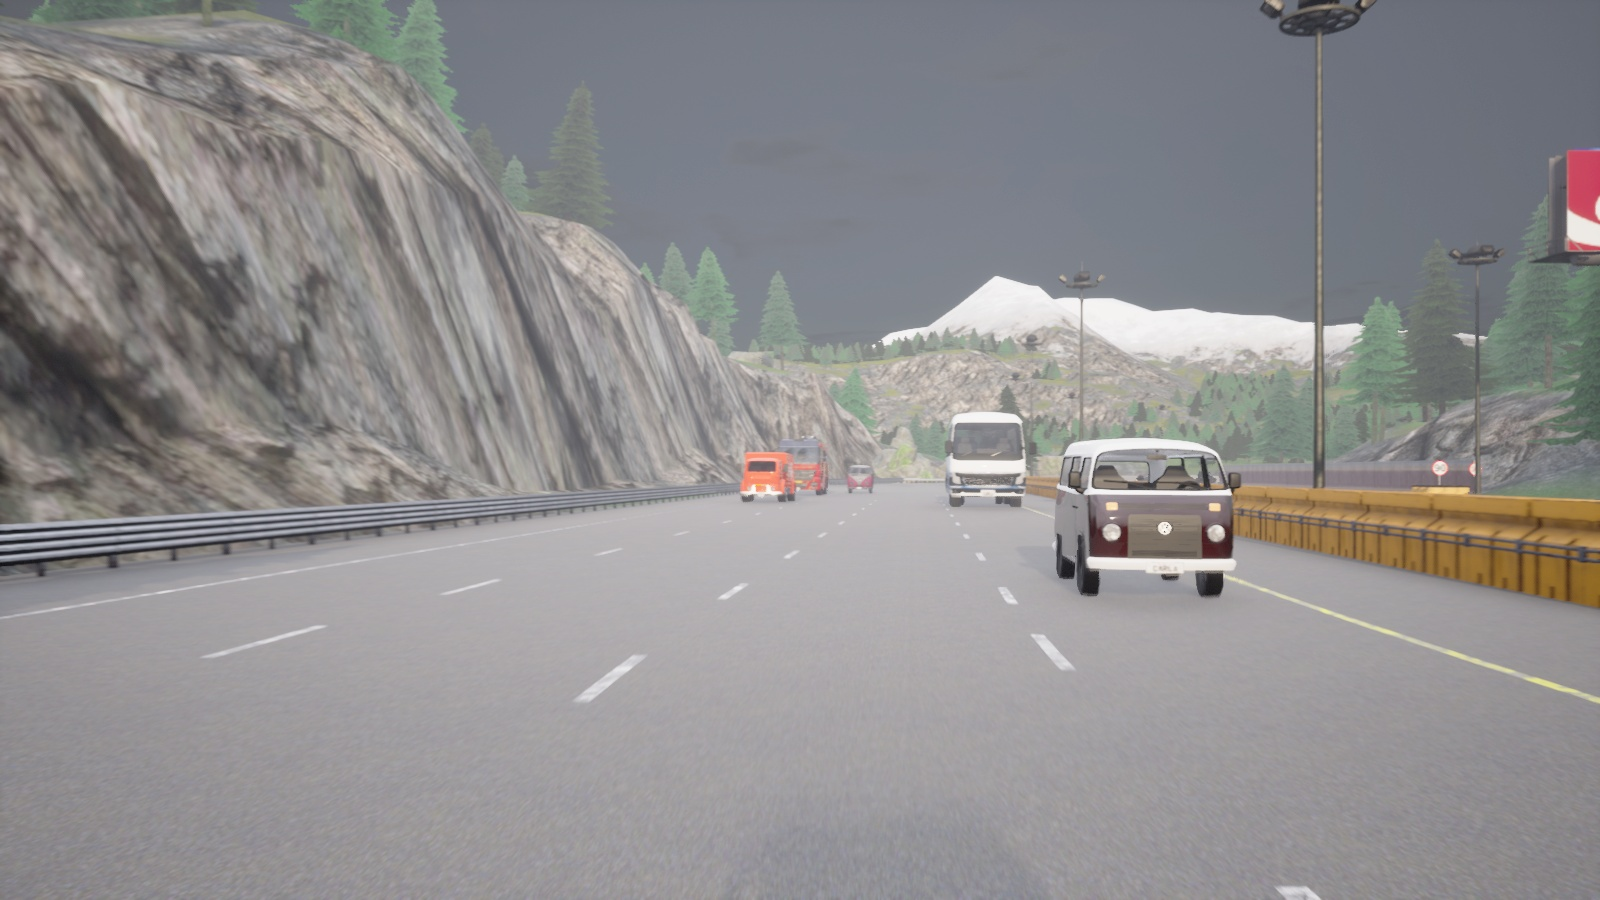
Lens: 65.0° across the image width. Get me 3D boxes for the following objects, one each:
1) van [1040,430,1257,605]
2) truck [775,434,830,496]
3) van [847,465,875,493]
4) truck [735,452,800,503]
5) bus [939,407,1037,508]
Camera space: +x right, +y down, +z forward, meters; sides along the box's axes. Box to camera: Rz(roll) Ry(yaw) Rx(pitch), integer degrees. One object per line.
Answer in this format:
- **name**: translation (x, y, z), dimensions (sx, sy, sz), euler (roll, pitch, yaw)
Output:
- **van**: translation (4.501, 0.810, 16.962), dimensions (2.069, 2.038, 4.480), euler (0, -1, 6)
- **truck**: translation (0.265, 1.022, 82.275), dimensions (2.891, 3.827, 8.468), euler (0, -1, 5)
- **van**: translation (4.334, 2.041, 88.744), dimensions (1.775, 1.987, 4.442), euler (0, -1, 5)
- **truck**: translation (-1.585, 1.384, 62.902), dimensions (2.627, 2.467, 5.204), euler (0, -1, 6)
- **bus**: translation (8.491, 0.391, 58.055), dimensions (3.944, 4.253, 10.273), euler (0, -1, 5)
